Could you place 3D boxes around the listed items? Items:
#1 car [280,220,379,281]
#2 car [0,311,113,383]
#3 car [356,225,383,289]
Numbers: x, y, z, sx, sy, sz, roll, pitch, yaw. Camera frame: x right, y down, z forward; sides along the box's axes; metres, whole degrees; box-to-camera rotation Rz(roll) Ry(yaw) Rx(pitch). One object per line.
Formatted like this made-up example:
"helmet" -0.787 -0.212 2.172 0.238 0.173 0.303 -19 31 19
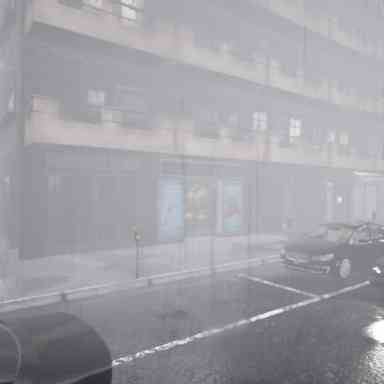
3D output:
"car" 4.434 1.543 9.723 4.403 1.369 2.008 0 0 -36
"car" -2.789 1.480 1.388 5.008 1.535 1.882 0 0 -35
"car" 6.355 1.538 7.906 5.357 1.411 2.033 0 0 -36
